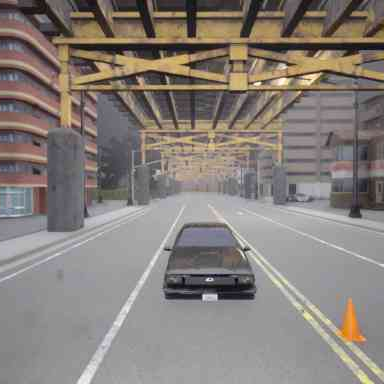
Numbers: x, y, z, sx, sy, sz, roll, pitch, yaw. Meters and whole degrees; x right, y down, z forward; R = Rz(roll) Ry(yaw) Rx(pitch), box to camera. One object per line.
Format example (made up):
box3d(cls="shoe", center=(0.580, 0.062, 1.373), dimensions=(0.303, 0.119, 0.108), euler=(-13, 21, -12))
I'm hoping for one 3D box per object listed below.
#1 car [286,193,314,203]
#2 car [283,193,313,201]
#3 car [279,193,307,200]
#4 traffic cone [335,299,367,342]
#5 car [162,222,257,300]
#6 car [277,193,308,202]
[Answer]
box3d(cls="car", center=(17.476, 1.005, 54.868), dimensions=(4.974, 1.542, 2.038), euler=(0, 1, -20))
box3d(cls="car", center=(17.525, 0.847, 54.884), dimensions=(4.536, 1.218, 1.853), euler=(0, 1, -20))
box3d(cls="car", center=(17.873, 0.800, 59.001), dimensions=(4.536, 1.218, 1.853), euler=(0, 1, 25))
box3d(cls="traffic cone", center=(2.455, 1.949, 5.150), dimensions=(0.340, 0.580, 0.340), euler=(0, 0, 0))
box3d(cls="car", center=(0.363, 1.533, 8.758), dimensions=(2.033, 1.411, 5.357), euler=(0, 0, 1))
box3d(cls="car", center=(17.825, 0.957, 59.025), dimensions=(4.974, 1.542, 2.038), euler=(0, 1, 25))
